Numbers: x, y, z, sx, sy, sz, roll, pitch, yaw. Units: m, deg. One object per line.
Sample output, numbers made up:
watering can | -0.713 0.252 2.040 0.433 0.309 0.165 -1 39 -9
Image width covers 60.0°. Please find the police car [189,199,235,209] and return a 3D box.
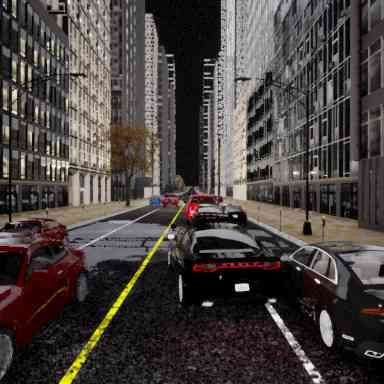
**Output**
police car | 0.934 1.421 18.327 1.930 1.638 5.238 0 0 0

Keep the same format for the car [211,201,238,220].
car | 2.740 1.537 28.720 1.887 1.381 4.507 0 0 0

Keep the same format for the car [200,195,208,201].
car | 2.836 1.467 80.175 1.752 1.417 4.829 0 0 0

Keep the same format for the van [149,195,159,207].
van | -5.600 1.317 51.534 1.690 1.788 3.998 0 0 0

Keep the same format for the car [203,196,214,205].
car | 2.793 1.495 57.381 1.752 1.417 4.829 0 0 0

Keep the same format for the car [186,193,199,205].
car | 0.110 1.190 58.745 2.150 2.045 5.566 0 0 0

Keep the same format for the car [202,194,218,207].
car | 2.781 1.290 51.513 2.192 1.841 5.009 0 0 0

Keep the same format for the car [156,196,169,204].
car | -5.577 1.515 62.927 2.008 1.369 4.403 0 0 0

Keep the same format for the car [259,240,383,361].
car | 2.697 1.550 5.928 2.008 1.369 4.403 0 0 0

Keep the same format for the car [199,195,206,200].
car | 2.857 1.489 91.402 1.947 1.339 4.313 0 0 0

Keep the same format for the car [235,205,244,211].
car | 2.729 1.560 23.022 1.947 1.339 4.313 0 0 0

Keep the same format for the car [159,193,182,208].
car | -3.009 1.200 47.473 2.150 2.045 5.566 0 0 0

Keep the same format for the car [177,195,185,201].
car | -2.837 1.436 87.291 1.837 1.490 4.892 0 0 0

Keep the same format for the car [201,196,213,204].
car | 2.803 1.509 62.909 1.887 1.381 4.507 0 0 0

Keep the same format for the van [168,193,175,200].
van | -5.525 1.264 91.421 1.690 1.788 3.998 0 0 0

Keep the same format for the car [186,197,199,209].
car | 0.108 1.506 45.778 1.812 1.442 4.674 0 0 1

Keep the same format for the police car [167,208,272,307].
police car | 0.472 1.424 8.227 1.930 1.638 5.238 0 0 -9

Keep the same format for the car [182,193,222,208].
car | 0.606 1.216 24.207 2.150 2.045 5.566 0 0 -2

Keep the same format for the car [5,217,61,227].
car | -5.673 1.580 11.647 1.802 1.307 4.206 0 0 0

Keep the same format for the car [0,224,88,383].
car | -3.089 1.525 5.348 1.812 1.442 4.674 0 0 0

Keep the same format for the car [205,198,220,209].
car | 2.772 1.525 45.814 1.887 1.381 4.507 0 0 0
